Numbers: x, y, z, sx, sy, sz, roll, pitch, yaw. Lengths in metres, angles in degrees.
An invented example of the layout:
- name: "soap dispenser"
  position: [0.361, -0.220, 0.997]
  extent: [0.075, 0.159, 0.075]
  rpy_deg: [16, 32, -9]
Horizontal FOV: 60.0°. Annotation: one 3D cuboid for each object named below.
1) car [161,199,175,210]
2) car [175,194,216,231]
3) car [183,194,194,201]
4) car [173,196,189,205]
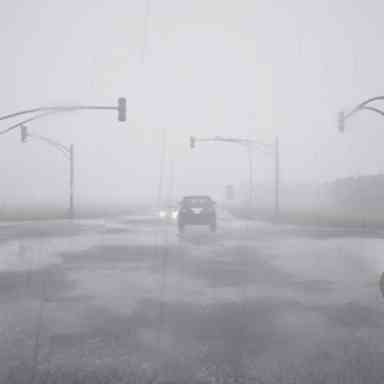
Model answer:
- name: "car"
  position: [-2.692, 1.534, 40.841]
  extent: [1.895, 1.301, 4.718]
  rpy_deg: [0, 0, 3]
- name: "car"
  position: [0.339, 1.189, 20.652]
  extent: [2.150, 2.045, 5.566]
  rpy_deg: [0, 0, 1]
- name: "car"
  position: [-0.733, 1.171, 72.198]
  extent: [1.812, 1.442, 4.674]
  rpy_deg: [0, 0, 4]
- name: "car"
  position: [-1.826, 1.391, 57.021]
  extent: [2.128, 1.511, 4.902]
  rpy_deg: [0, 0, 4]
